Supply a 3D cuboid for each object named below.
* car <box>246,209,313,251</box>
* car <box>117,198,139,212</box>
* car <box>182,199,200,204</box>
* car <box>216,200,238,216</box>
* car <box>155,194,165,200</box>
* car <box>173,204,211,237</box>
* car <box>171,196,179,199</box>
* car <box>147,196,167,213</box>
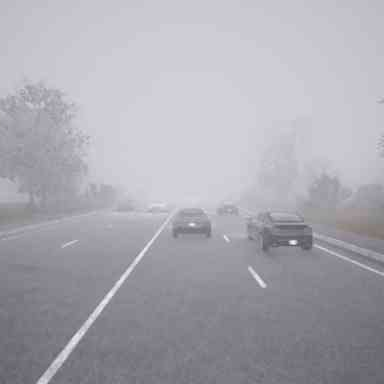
[{"bbox_3d":[3.518,1.499,14.025,1.837,1.490,4.892,0,0,0],"label":"car"},{"bbox_3d":[-7.341,1.498,38.284,1.837,1.490,4.892,0,0,0],"label":"car"},{"bbox_3d":[-0.119,1.517,35.799,1.812,1.442,4.674,0,0,0],"label":"car"},{"bbox_3d":[3.390,1.515,32.589,1.812,1.442,4.674,0,0,0],"label":"car"},{"bbox_3d":[-7.534,1.139,78.726,2.033,1.411,5.357,0,0,0],"label":"car"},{"bbox_3d":[-0.010,1.559,18.213,1.994,1.385,4.181,0,0,0],"label":"car"},{"bbox_3d":[-4.031,1.184,78.335,1.994,1.385,4.181,0,0,0],"label":"car"},{"bbox_3d":[-3.832,1.518,36.926,1.812,1.442,4.674,0,0,0],"label":"car"}]
